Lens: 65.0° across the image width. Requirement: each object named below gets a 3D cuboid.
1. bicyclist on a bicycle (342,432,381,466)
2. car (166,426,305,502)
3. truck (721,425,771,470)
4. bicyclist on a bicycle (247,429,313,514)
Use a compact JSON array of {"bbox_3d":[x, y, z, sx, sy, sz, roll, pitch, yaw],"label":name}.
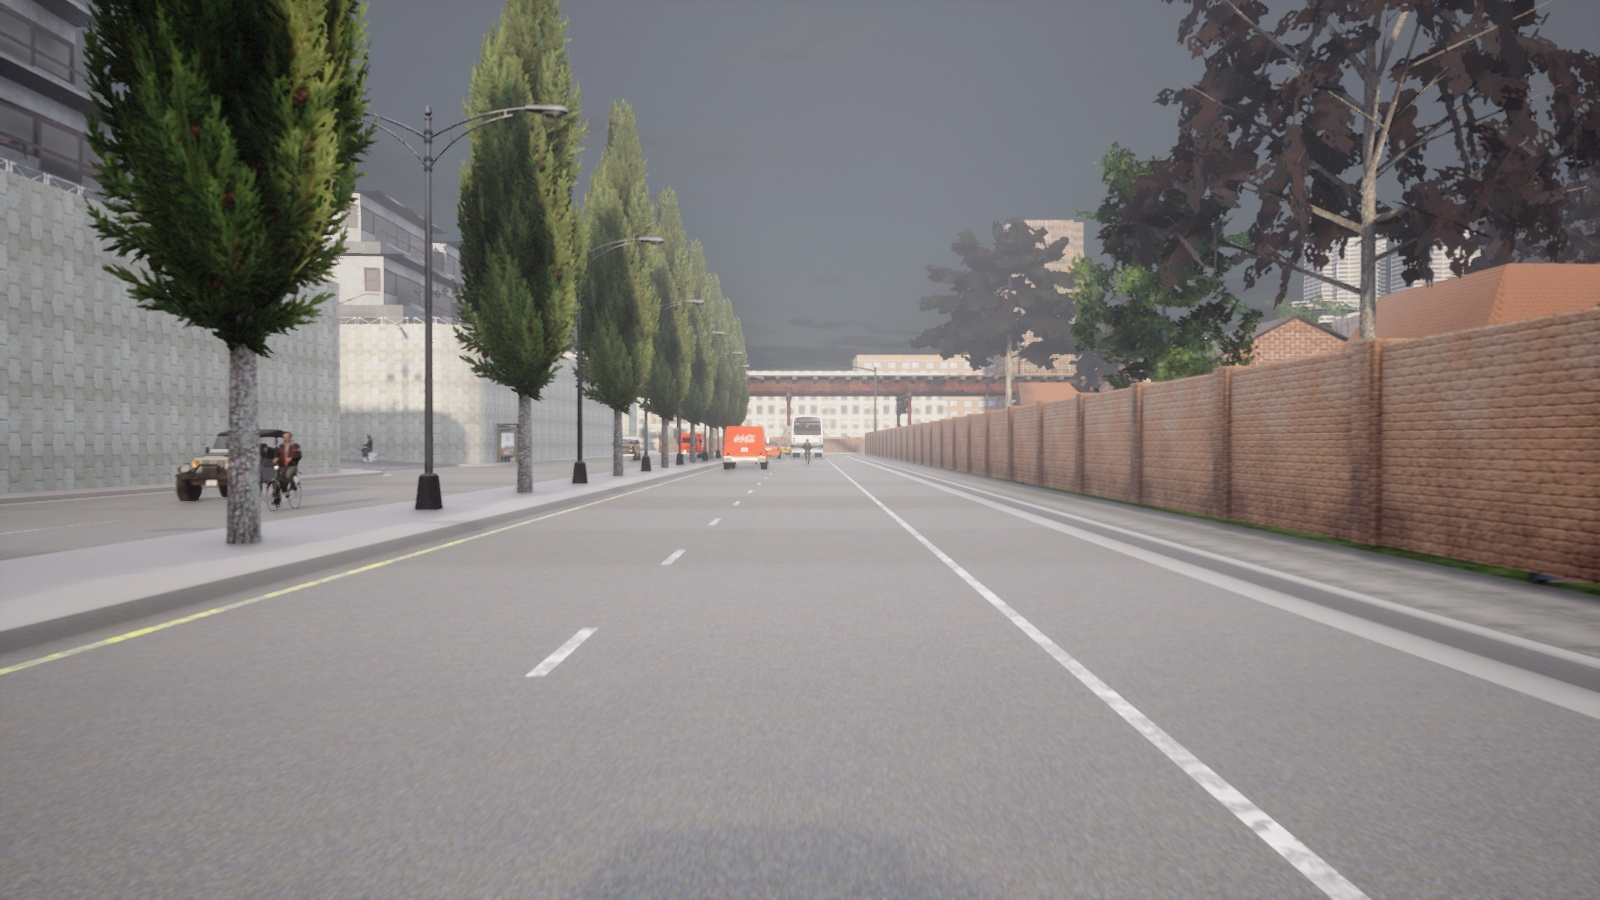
[{"bbox_3d":[-25.173,-0.064,72.082,1.843,1.776,0.659,5,0,-4],"label":"bicyclist on a bicycle"},{"bbox_3d":[-14.796,0.344,33.147,1.905,1.878,3.866,0,0,0],"label":"car"},{"bbox_3d":[-3.072,-0.152,72.558,2.627,2.467,5.204,0,0,0],"label":"truck"},{"bbox_3d":[-11.329,0.453,27.406,0.659,1.776,1.843,0,0,0],"label":"bicyclist on a bicycle"}]
